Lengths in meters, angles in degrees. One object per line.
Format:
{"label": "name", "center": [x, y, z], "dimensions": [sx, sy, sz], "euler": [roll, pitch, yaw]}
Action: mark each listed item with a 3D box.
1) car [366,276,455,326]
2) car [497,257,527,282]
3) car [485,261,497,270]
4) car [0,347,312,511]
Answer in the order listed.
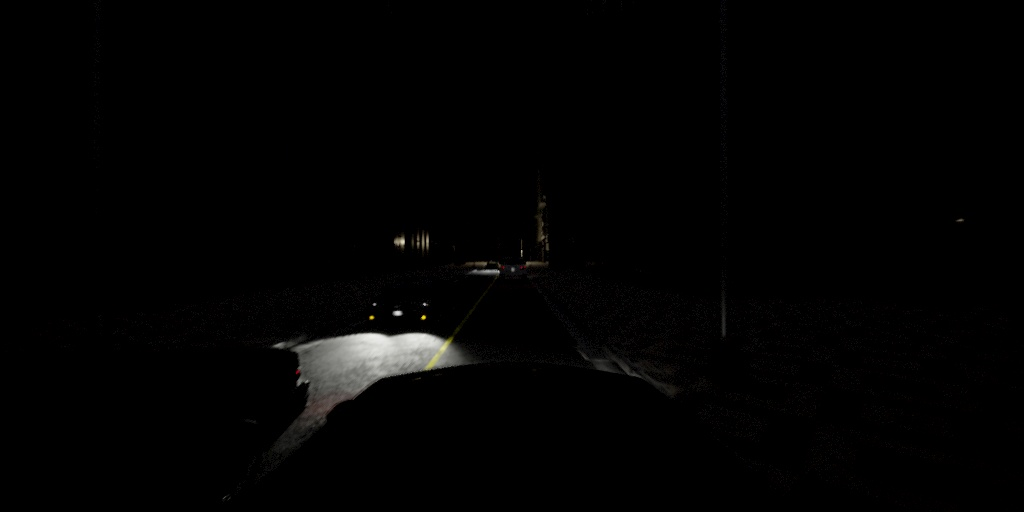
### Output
{"label": "car", "center": [-3.096, 1.368, 11.714], "dimensions": [1.994, 1.385, 4.181], "euler": [0, 0, 0]}
{"label": "car", "center": [0.068, 1.086, 30.380], "dimensions": [2.150, 2.045, 5.566], "euler": [0, 0, 0]}
{"label": "car", "center": [-3.118, 1.481, 55.698], "dimensions": [1.895, 1.301, 4.718], "euler": [0, 0, 0]}
{"label": "car", "center": [-3.097, 1.299, 1.542], "dimensions": [2.033, 1.411, 5.357], "euler": [0, 0, 0]}
